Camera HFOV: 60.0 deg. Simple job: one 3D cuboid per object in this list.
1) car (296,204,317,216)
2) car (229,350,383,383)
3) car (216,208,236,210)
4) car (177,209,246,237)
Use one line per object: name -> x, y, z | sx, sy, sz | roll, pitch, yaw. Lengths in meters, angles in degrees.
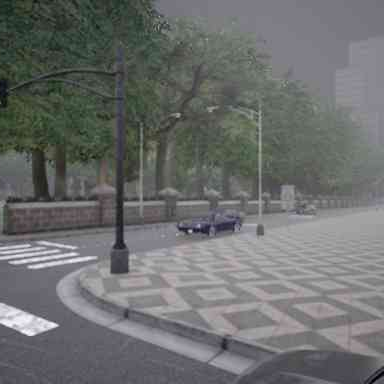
car -> 16.034, 2.479, 46.576 | 1.837, 1.490, 4.892 | 0, -2, 36
car -> 2.064, 1.553, 1.489 | 4.403, 1.369, 2.008 | 0, 0, 36
car -> 2.687, 2.034, 27.872 | 2.033, 1.411, 5.357 | 0, -1, 35
car -> 1.222, 1.951, 20.419 | 1.895, 1.301, 4.718 | 0, -1, 36
